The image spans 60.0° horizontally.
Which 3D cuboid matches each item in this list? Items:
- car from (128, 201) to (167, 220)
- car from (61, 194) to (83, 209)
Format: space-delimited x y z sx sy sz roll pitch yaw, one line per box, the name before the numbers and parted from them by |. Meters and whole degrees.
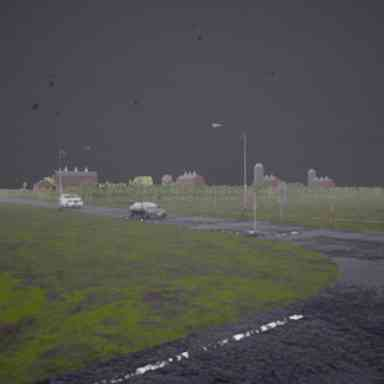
car | -4.044 1.572 29.348 1.812 1.442 4.674 -1 0 -36
car | -17.741 1.311 48.630 2.150 2.045 5.566 -1 0 -35
